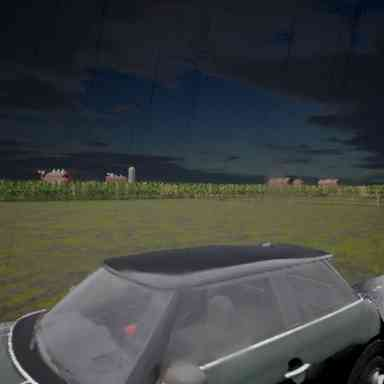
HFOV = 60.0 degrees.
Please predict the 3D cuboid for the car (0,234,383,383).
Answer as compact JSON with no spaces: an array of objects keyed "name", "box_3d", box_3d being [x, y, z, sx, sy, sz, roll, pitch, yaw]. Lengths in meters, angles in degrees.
[{"name":"car","box_3d":[-0.252,1.352,2.894,4.553,1.767,2.097,0,0,-36]}]
